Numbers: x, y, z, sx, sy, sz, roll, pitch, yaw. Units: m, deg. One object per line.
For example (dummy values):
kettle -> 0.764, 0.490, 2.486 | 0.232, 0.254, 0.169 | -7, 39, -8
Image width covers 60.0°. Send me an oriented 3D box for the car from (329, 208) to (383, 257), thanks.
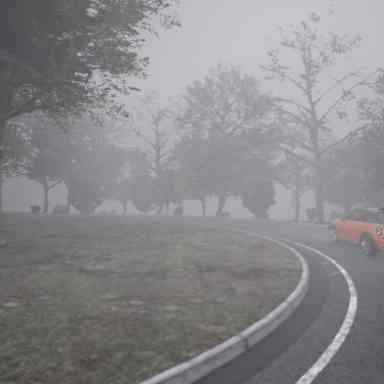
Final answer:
car -> 7.209, 1.403, 13.293 | 2.097, 1.767, 4.553 | 0, 0, 2
